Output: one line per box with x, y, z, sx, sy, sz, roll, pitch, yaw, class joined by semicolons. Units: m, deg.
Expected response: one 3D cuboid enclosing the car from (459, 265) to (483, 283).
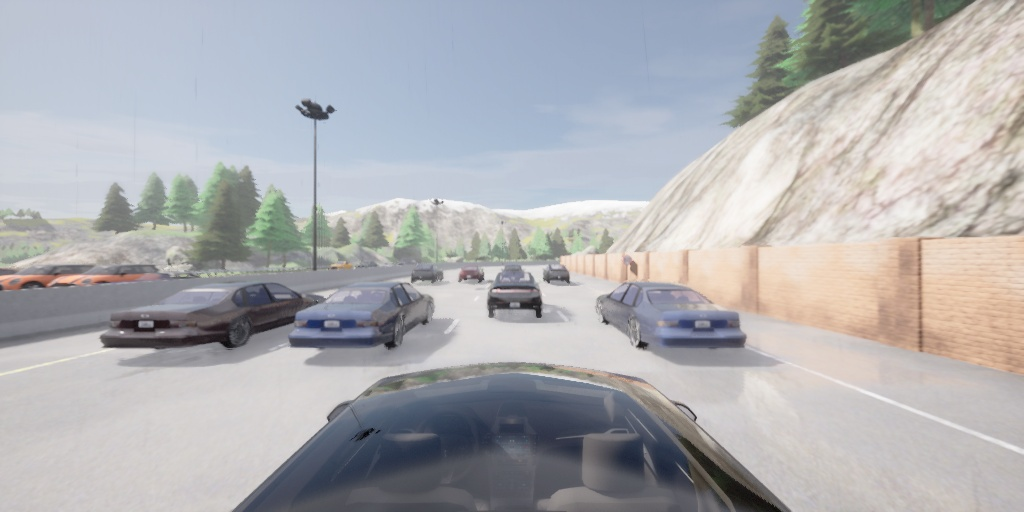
-3.403;1.480;30.671;1.812;1.442;4.674;0;0;0;car

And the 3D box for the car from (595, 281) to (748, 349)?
3.598;1.350;9.280;2.033;1.411;5.357;0;0;0;car

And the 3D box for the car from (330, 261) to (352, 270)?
-27.952;1.633;59.039;1.882;1.535;5.008;0;0;2;car

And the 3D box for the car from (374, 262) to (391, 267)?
-20.875;1.765;60.315;1.895;1.301;4.718;0;0;2;car

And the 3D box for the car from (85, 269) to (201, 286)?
-17.601;1.467;18.017;1.895;1.301;4.718;0;0;0;car

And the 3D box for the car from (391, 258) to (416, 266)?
-17.411;1.376;59.019;2.150;2.045;5.566;0;0;2;car

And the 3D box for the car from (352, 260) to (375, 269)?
-24.379;1.516;60.248;2.097;1.767;4.553;0;0;2;car

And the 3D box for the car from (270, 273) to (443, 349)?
-3.402;1.351;9.290;2.033;1.411;5.357;0;0;0;car

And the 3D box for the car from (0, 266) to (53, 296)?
-28.100;1.350;18.689;1.882;1.535;5.008;0;0;0;car

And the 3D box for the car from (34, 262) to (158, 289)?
-21.100;1.226;19.000;2.097;1.767;4.553;0;0;0;car

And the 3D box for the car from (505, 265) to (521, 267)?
0.098;1.452;29.717;1.837;1.490;4.892;0;0;0;car

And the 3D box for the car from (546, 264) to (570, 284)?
3.597;1.438;29.620;2.128;1.511;4.902;0;0;0;car

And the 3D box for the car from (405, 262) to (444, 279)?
-6.903;1.439;29.629;2.128;1.511;4.902;0;0;0;car

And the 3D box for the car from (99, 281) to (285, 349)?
-6.902;1.351;9.272;2.033;1.411;5.357;0;0;0;car

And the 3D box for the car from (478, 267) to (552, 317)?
0.098;1.325;13.597;2.128;1.511;4.902;0;0;0;car

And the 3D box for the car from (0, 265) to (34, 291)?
-24.600;1.226;19.051;2.097;1.767;4.553;0;0;0;car
